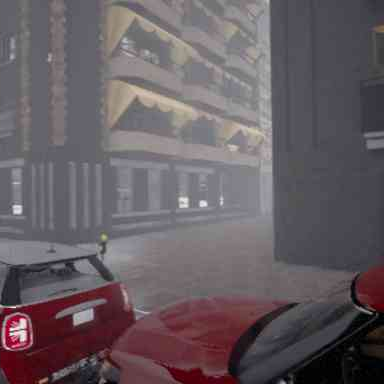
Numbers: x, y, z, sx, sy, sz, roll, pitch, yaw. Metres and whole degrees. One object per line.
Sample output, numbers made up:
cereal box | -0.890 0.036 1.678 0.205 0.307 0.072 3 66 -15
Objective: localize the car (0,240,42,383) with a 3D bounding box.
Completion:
car | -2.811 1.439 4.901 4.097 1.590 1.967 0 -1 36

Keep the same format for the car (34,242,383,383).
car | 1.591 1.315 1.762 5.009 1.841 2.192 0 -1 36
